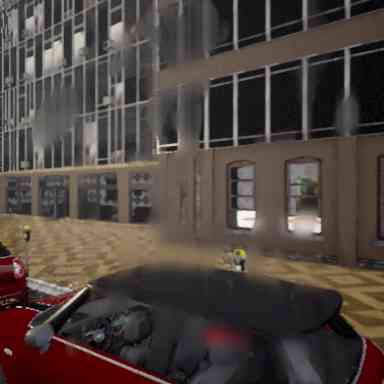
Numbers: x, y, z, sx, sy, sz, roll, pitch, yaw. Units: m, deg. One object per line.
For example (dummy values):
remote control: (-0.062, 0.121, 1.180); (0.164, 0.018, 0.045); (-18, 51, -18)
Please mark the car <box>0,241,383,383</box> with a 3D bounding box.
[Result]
car: (-0.418, 1.436, 3.177); (4.097, 1.590, 1.967); (0, 0, 36)
